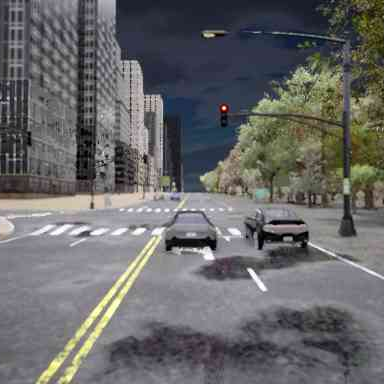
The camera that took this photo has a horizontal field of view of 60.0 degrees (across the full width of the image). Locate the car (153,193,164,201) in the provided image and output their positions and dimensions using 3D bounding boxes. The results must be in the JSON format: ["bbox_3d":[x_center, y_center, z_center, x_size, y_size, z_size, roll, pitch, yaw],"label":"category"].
[{"bbox_3d":[-6.516,1.042,65.369,2.128,1.511,4.902,0,0,0],"label":"car"}]

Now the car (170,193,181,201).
[{"bbox_3d":[-3.264,1.023,65.318,1.882,1.535,5.008,0,0,0],"label":"car"}]

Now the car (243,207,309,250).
[{"bbox_3d":[3.289,1.386,13.743,2.128,1.511,4.902,0,0,0],"label":"car"}]

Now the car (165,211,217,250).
[{"bbox_3d":[-0.082,1.467,13.823,1.994,1.385,4.181,0,0,-2],"label":"car"}]
